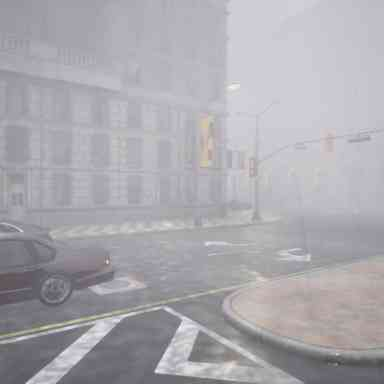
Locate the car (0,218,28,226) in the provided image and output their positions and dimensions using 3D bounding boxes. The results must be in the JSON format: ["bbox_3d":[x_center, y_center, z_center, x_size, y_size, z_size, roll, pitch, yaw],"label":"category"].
[{"bbox_3d":[-6.449,1.492,9.282,4.902,1.511,2.128,0,0,-37],"label":"car"}]

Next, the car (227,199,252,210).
[{"bbox_3d":[5.777,1.563,43.171,1.994,1.385,4.181,0,0,-35],"label":"car"}]

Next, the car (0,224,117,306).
[{"bbox_3d":[-4.260,1.547,6.498,5.357,1.411,2.033,0,0,-34],"label":"car"}]

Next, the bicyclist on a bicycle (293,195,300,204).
[{"bbox_3d":[17.958,1.300,57.135,1.656,1.620,0.582,0,0,-35],"label":"bicyclist on a bicycle"}]
